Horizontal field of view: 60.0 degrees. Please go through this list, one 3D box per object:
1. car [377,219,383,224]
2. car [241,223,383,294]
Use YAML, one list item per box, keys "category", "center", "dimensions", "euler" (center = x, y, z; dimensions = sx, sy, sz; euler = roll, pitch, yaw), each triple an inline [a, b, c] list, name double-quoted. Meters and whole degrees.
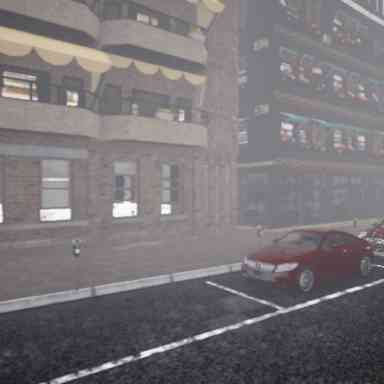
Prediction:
- category: "car"
  center: [7.758, 1.516, 12.067]
  dimensions: [4.097, 1.590, 1.967]
  euler: [0, -1, -35]
- category: "car"
  center: [3.199, 1.626, 8.812]
  dimensions: [4.206, 1.307, 1.802]
  euler: [0, -1, -35]
